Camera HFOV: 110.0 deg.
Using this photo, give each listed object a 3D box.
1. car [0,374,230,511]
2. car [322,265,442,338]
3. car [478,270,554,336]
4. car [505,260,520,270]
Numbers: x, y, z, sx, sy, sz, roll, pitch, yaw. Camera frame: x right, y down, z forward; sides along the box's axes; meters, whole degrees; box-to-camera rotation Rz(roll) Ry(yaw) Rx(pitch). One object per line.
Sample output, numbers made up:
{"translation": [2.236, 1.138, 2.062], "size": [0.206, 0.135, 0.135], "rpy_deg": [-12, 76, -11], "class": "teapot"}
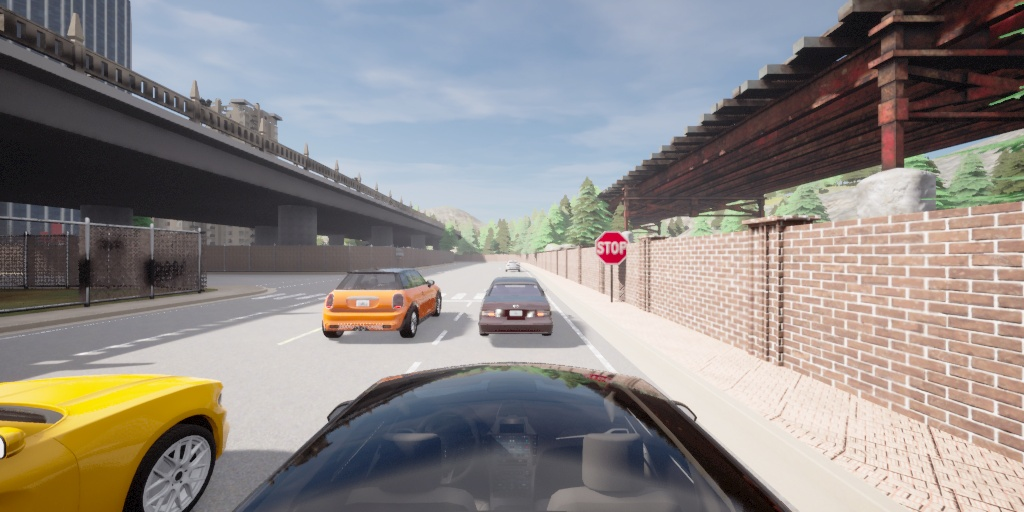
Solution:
{"translation": [-3.397, 1.228, 1.069], "size": [1.882, 1.535, 5.008], "rpy_deg": [0, 0, 0], "class": "car"}
{"translation": [-3.414, 1.102, 10.326], "size": [2.097, 1.767, 4.553], "rpy_deg": [0, 0, 0], "class": "car"}
{"translation": [0.088, 1.297, 10.345], "size": [2.033, 1.411, 5.357], "rpy_deg": [0, 0, 0], "class": "car"}
{"translation": [0.111, 1.276, 46.226], "size": [1.812, 1.442, 4.674], "rpy_deg": [0, 0, -1], "class": "car"}
